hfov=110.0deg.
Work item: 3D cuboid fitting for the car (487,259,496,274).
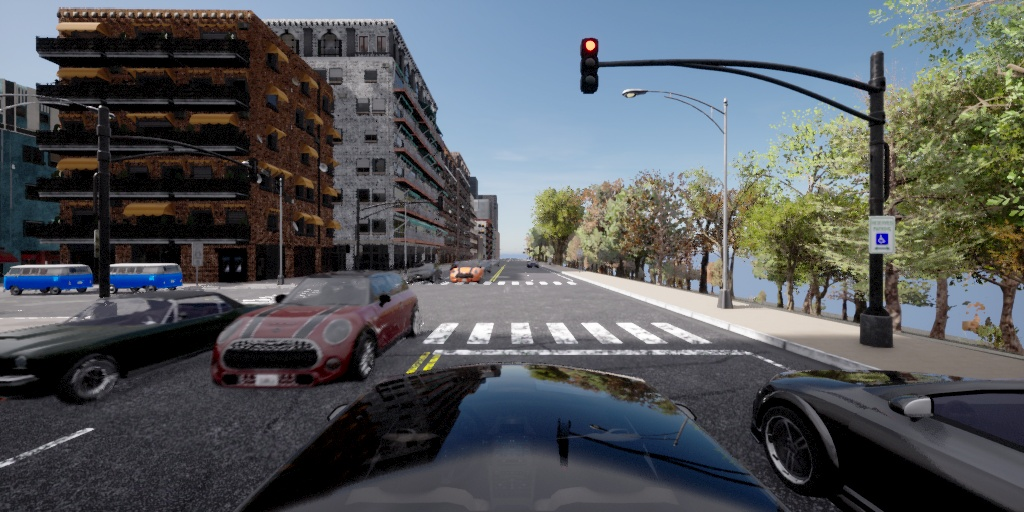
[{"bbox_3d":[-3.314,1.247,40.763,2.128,1.511,4.902,0,0,0],"label":"car"}]

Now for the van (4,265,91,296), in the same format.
[{"bbox_3d":[-28.302,1.425,21.953,3.998,1.789,1.690,0,0,-1],"label":"van"}]

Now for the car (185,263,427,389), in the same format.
[{"bbox_3d":[-3.350,1.100,7.142,2.097,1.767,4.553,0,0,0],"label":"car"}]

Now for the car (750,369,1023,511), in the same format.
[{"bbox_3d":[3.348,1.314,1.834,1.994,1.385,4.181,0,0,0],"label":"car"}]

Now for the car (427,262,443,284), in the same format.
[{"bbox_3d":[-6.576,1.262,27.587,1.837,1.490,4.892,0,0,0],"label":"car"}]

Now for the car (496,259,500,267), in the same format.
[{"bbox_3d":[-3.230,1.262,64.359,2.128,1.511,4.902,0,0,1],"label":"car"}]

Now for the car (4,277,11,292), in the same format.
[{"bbox_3d":[-22.622,1.624,13.677,4.207,1.307,1.802,0,0,-1],"label":"car"}]

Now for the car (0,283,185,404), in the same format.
[{"bbox_3d":[-6.600,1.349,6.438,1.895,1.301,4.718,0,0,0],"label":"car"}]

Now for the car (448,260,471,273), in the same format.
[{"bbox_3d":[-6.559,1.305,45.395,2.033,1.411,5.357,0,0,0],"label":"car"}]

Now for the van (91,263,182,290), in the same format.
[{"bbox_3d":[-22.701,1.351,22.024,3.998,1.789,1.690,0,0,-1],"label":"van"}]

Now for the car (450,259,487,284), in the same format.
[{"bbox_3d":[-3.330,1.110,27.268,2.097,1.767,4.553,0,0,0],"label":"car"}]

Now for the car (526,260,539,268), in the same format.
[{"bbox_3d":[3.406,1.368,60.208,1.895,1.301,4.718,0,0,0],"label":"car"}]
